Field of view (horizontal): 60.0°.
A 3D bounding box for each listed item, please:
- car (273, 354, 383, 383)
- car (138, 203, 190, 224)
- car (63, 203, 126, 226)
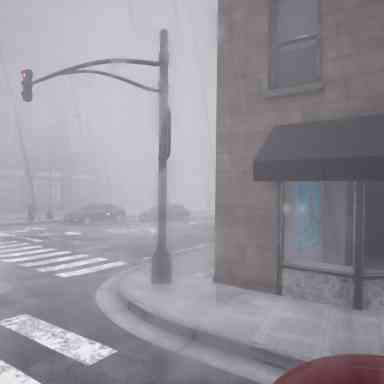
[{"bbox_3d":[2.382,1.545,1.254,4.507,1.381,1.887,0,1,35],"label":"car"},{"bbox_3d":[-2.035,1.659,25.748,1.837,1.490,4.892,1,0,35],"label":"car"},{"bbox_3d":[-6.997,1.578,24.384,1.837,1.490,4.892,1,0,35],"label":"car"}]
